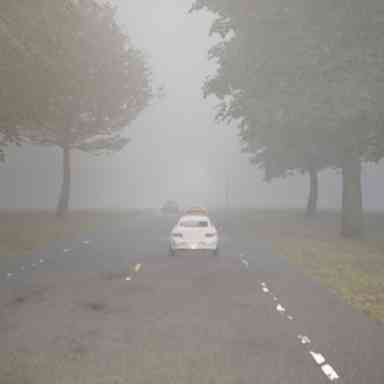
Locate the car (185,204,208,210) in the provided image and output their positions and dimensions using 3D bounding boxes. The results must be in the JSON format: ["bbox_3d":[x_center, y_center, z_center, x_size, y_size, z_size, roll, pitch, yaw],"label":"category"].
[{"bbox_3d":[0.372,1.821,29.220,1.882,1.535,5.008,0,0,2],"label":"car"}]

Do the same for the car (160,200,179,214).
[{"bbox_3d":[-2.851,1.872,43.126,2.097,1.767,4.553,0,-1,2],"label":"car"}]

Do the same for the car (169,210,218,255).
[{"bbox_3d":[0.103,1.686,13.872,1.812,1.442,4.674,0,0,1],"label":"car"}]
